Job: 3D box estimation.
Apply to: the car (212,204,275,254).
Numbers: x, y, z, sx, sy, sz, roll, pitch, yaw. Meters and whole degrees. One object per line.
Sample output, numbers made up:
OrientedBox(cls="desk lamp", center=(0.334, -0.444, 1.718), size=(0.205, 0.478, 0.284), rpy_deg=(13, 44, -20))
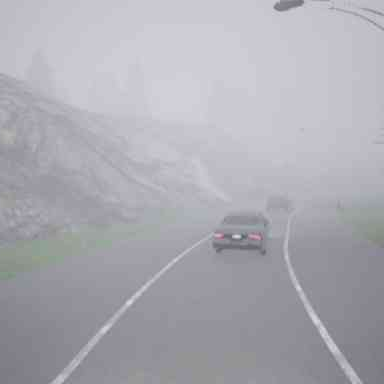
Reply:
OrientedBox(cls="car", center=(2.095, 1.446, 13.177), size=(2.033, 1.411, 5.357), rpy_deg=(0, 1, 15))

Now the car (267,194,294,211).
OrientedBox(cls="car", center=(8.161, 0.908, 30.602), size=(2.128, 1.511, 4.902), rpy_deg=(0, 2, 25))
